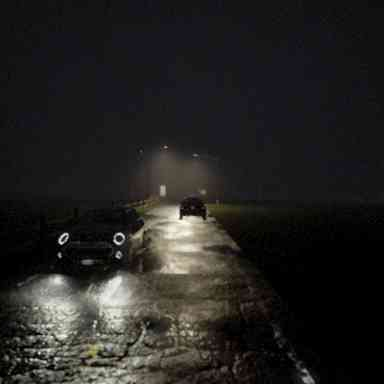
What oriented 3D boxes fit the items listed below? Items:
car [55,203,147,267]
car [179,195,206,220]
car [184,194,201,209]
[{"bbox_3d":[-2.845,1.303,11.294,2.097,1.767,4.553,0,0,0],"label":"car"},{"bbox_3d":[0.057,1.231,27.243,2.097,1.767,4.553,0,0,0],"label":"car"},{"bbox_3d":[0.059,1.154,43.534,2.097,1.767,4.553,0,0,0],"label":"car"}]
